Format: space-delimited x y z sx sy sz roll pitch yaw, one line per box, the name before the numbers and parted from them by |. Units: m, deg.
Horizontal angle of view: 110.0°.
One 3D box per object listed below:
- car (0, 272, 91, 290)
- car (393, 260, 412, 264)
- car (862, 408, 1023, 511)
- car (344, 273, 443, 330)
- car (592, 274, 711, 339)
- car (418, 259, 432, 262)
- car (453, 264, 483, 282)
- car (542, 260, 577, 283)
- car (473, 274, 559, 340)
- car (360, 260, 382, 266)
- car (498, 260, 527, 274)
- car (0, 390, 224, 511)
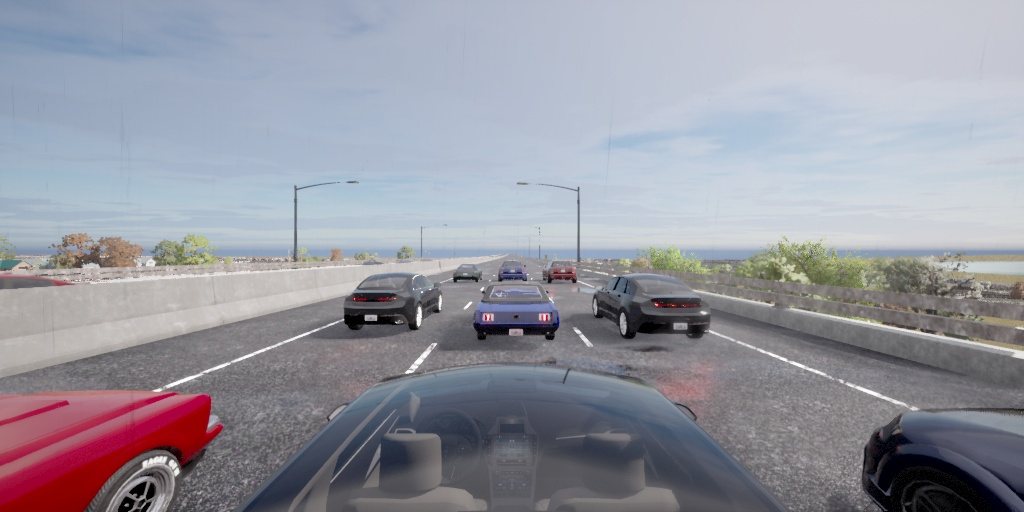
car | -14.111 1.225 9.237 1.882 1.535 5.008 0 0 0
car | -17.595 1.272 57.760 2.033 1.411 5.357 0 0 0
car | 3.595 1.314 0.904 1.994 1.385 4.181 0 0 1
car | -3.413 1.251 11.087 1.837 1.490 4.892 0 0 0
car | 3.588 1.252 10.067 1.837 1.490 4.892 0 0 0
car | -14.092 1.202 58.207 1.882 1.535 5.008 0 0 0
car | -3.437 1.303 28.366 1.994 1.385 4.181 0 0 0
car | 3.569 1.092 27.544 2.097 1.767 4.553 0 0 -1
car | 0.089 1.348 9.911 1.895 1.301 4.718 0 0 0
car | -21.127 1.291 53.816 1.994 1.385 4.181 0 0 0
car | 0.062 1.092 27.539 2.097 1.767 4.553 0 0 0
car | -3.400 1.351 0.893 1.895 1.301 4.718 0 0 0
